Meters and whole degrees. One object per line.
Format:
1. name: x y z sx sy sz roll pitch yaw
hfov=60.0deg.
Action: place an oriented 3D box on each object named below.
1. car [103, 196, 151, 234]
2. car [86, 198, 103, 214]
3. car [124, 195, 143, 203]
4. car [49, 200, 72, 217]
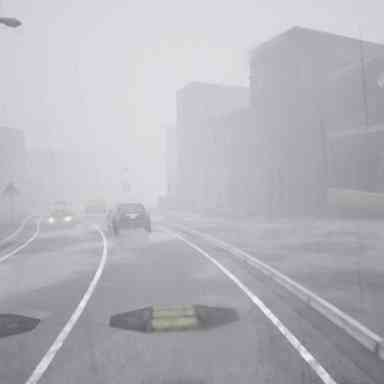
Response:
1. car: -3.917 1.381 20.041 2.097 1.767 4.553 -2 0 -19
2. car: -11.366 1.551 39.100 2.097 1.767 4.553 -2 0 -18
3. car: -13.316 1.603 76.382 1.882 1.535 5.008 2 0 23
4. car: -13.895 1.645 35.285 2.097 1.767 4.553 -2 0 -19
